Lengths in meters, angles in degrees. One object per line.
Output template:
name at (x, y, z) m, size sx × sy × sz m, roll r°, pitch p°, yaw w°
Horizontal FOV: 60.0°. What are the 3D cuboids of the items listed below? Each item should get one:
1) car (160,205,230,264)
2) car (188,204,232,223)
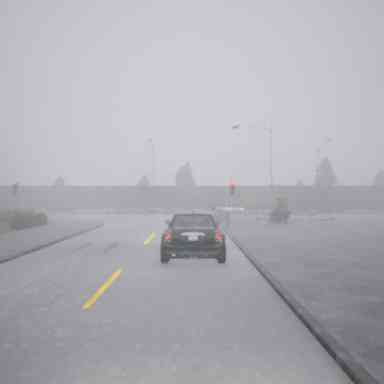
car at (0.055, 1.418, 12.267) m, size 2.097 × 1.767 × 4.553 m, roll 0°, pitch 0°, yaw 0°
car at (1.619, 1.743, 27.937) m, size 1.895 × 1.301 × 4.718 m, roll 0°, pitch 0°, yaw 27°
